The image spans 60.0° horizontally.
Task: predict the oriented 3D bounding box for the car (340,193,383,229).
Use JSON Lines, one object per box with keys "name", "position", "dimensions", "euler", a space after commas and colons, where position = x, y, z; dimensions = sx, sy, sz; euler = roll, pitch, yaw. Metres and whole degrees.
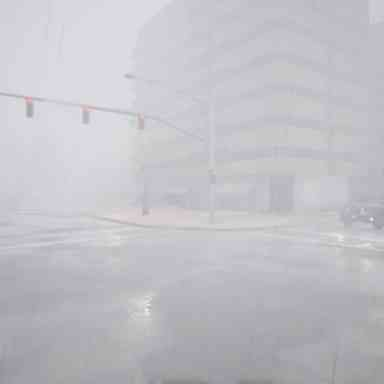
{"name": "car", "position": [11.600, 1.069, 20.862], "dimensions": [5.566, 2.045, 2.150], "euler": [-1, 0, -36]}
